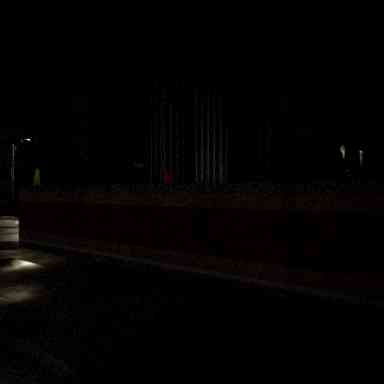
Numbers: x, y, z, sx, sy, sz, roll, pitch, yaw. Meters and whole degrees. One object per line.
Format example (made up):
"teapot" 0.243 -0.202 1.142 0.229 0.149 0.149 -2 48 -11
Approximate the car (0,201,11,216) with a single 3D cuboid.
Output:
"car" -16.423 1.547 29.102 2.128 1.511 4.902 0 0 37

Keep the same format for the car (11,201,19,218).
"car" -12.265 1.603 28.823 2.033 1.411 5.357 0 0 37
